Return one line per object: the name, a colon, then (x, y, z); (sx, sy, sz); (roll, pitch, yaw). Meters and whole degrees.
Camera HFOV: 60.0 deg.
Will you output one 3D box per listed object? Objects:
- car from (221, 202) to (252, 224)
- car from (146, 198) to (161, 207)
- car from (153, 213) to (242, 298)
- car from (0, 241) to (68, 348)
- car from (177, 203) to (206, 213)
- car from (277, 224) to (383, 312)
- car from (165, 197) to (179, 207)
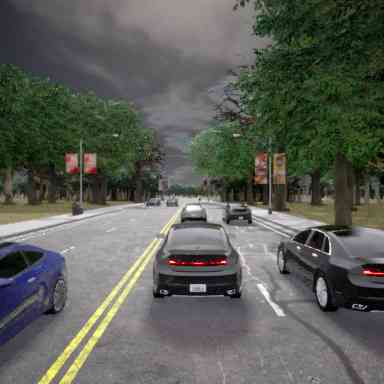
car: (3.384, 1.554, 25.438); (1.837, 1.490, 4.892); (0, 0, 0)
car: (-6.315, 1.690, 54.910); (1.994, 1.385, 4.181); (0, 0, 2)
car: (0.111, 1.514, 8.503); (1.837, 1.490, 4.892); (0, 0, 0)
car: (-3.344, 1.529, 4.878); (1.812, 1.442, 4.674); (0, 0, 0)
car: (0.133, 1.614, 25.878); (1.994, 1.385, 4.181); (0, 0, 0)
car: (3.360, 1.513, 7.703); (1.837, 1.490, 4.892); (0, 0, 0)
car: (-3.196, 1.632, 54.420); (1.837, 1.490, 4.892); (0, -1, 0)
